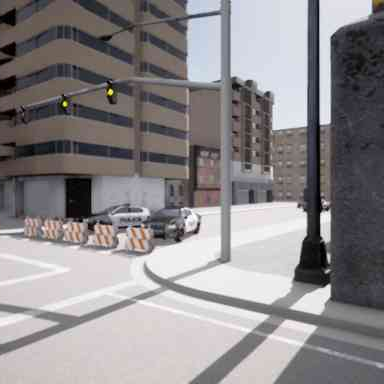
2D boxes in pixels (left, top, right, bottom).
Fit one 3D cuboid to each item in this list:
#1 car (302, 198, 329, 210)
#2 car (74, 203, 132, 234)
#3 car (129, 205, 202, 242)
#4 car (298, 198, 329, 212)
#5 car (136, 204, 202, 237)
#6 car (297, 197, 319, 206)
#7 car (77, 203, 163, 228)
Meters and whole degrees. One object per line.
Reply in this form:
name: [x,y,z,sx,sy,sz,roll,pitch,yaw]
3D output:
car: [14.324,1.294,38.389,1.853,1.218,4.536,0,0,36]
car: [-4.167,1.452,19.250,4.974,1.542,2.038,0,0,-29]
car: [-0.974,1.452,16.566,2.038,1.542,4.974,0,0,16]
car: [14.294,1.452,38.347,2.038,1.542,4.974,0,0,36]
car: [-0.960,1.294,16.616,1.853,1.218,4.536,0,0,16]
car: [16.529,1.294,47.308,1.853,1.218,4.536,0,0,36]
car: [-4.122,1.294,19.276,4.536,1.218,1.853,0,0,-29]
